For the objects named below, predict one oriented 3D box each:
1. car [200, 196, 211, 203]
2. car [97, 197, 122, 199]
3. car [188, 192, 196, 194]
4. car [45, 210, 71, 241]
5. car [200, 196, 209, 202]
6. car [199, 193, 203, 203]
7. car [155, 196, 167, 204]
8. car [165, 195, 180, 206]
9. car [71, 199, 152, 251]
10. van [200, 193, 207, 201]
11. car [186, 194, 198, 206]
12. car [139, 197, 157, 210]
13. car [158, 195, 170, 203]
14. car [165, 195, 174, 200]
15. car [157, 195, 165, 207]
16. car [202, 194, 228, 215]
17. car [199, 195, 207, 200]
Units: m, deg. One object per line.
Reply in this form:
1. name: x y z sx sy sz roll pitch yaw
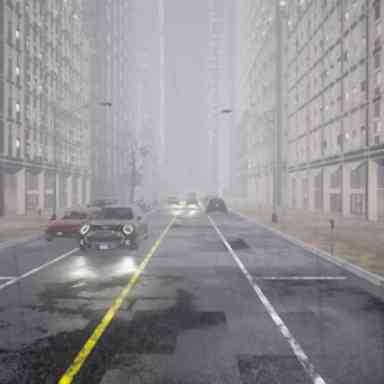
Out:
1. car: 2.681 1.455 67.833 2.008 1.369 4.403 0 0 0
2. car: -5.697 1.298 22.245 2.192 1.841 5.009 0 0 0
3. car: -0.008 0.978 74.060 2.150 2.045 5.566 0 0 0
4. car: -5.696 1.534 16.546 1.887 1.381 4.507 0 0 0
5. car: 2.681 1.471 73.530 1.802 1.307 4.206 0 0 0
6. car: 2.682 1.256 50.734 2.192 1.841 5.009 0 0 0
7. car: -5.699 1.444 61.963 1.752 1.417 4.829 0 0 0
8. car: -3.073 1.411 54.801 1.882 1.535 5.008 0 0 0
9. car: -3.102 1.343 13.946 2.097 1.767 4.553 0 0 0
10. van: 2.680 1.214 79.228 1.690 1.788 3.998 0 0 0
11. car: -0.005 1.430 51.899 2.128 1.511 4.902 0 0 0
12. car: -5.698 1.400 39.340 1.967 1.590 4.097 0 0 0
13. car: -5.700 1.345 67.833 1.967 1.590 4.097 0 0 0
14. car: -5.701 1.422 84.927 1.947 1.339 4.313 0 0 0
15. car: -5.699 1.492 50.737 2.008 1.369 4.403 0 0 0
16. car: 2.383 1.324 33.841 2.097 1.767 4.553 0 0 0
17. car: 2.680 1.400 84.926 1.887 1.381 4.507 0 0 0
